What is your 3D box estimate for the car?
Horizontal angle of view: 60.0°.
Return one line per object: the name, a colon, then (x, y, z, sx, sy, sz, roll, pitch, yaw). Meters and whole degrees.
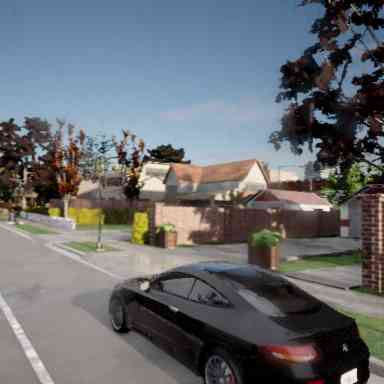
car: (0.275, 1.841, 5.336, 1.812, 1.442, 4.674, 4, -4, -36)
